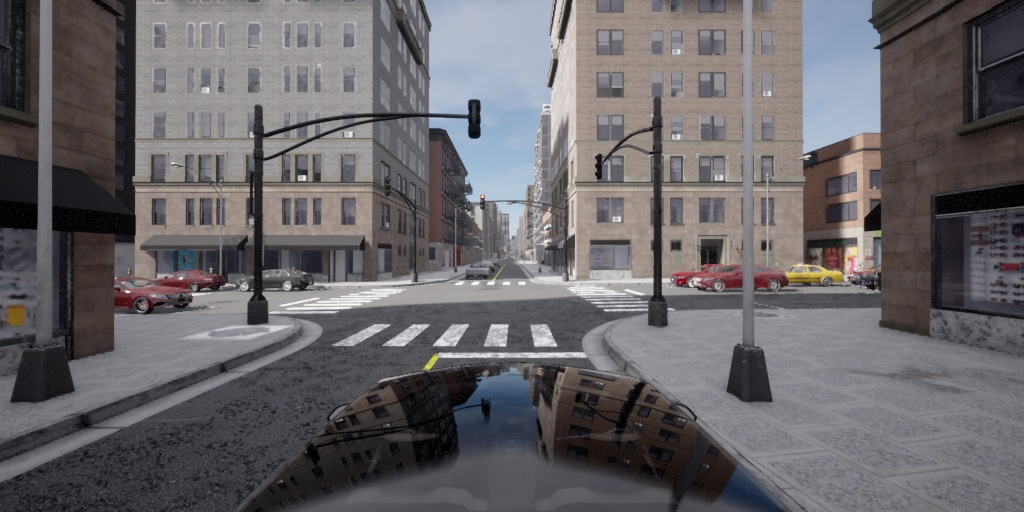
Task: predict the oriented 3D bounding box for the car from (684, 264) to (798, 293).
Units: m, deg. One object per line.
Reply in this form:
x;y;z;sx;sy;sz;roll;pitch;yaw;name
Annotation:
12.182;1.157;19.265;4.674;1.442;1.812;-1;0;1;car

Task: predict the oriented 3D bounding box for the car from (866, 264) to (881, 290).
19.345;1.026;15.998;5.008;1.535;1.882;-1;0;0;car

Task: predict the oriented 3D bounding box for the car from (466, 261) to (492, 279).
-3.122;1.341;32.818;1.895;1.301;4.718;0;0;-1;car

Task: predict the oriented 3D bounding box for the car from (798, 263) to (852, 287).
17.447;1.117;21.987;4.829;1.417;1.751;0;0;0;car

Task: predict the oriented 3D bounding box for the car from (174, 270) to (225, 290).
-20.166;1.545;22.217;4.207;1.307;1.802;0;0;0;car

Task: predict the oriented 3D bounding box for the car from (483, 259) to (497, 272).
-3.127;1.250;44.594;1.812;1.442;4.674;0;0;0;car

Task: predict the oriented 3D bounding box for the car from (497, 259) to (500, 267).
-3.117;1.194;62.018;1.837;1.490;4.892;0;0;0;car

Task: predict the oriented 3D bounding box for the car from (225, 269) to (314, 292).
-14.638;1.458;22.183;4.403;1.370;2.007;0;0;0;car

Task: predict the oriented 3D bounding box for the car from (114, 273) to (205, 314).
-14.664;1.451;13.658;4.207;1.307;1.802;0;0;0;car

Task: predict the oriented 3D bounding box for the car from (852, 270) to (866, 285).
21.768;1.087;19.204;5.357;1.411;2.033;-1;0;1;car

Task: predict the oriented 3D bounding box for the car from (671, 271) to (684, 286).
12.125;1.190;22.020;4.507;1.381;1.888;0;0;0;car
